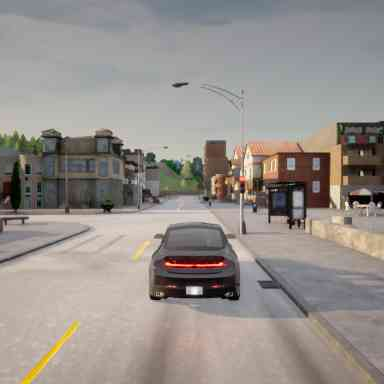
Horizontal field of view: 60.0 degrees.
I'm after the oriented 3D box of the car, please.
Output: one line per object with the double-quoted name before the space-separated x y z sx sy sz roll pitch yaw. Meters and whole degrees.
"car" 0.068 1.505 8.337 1.837 1.490 4.892 0 0 1
